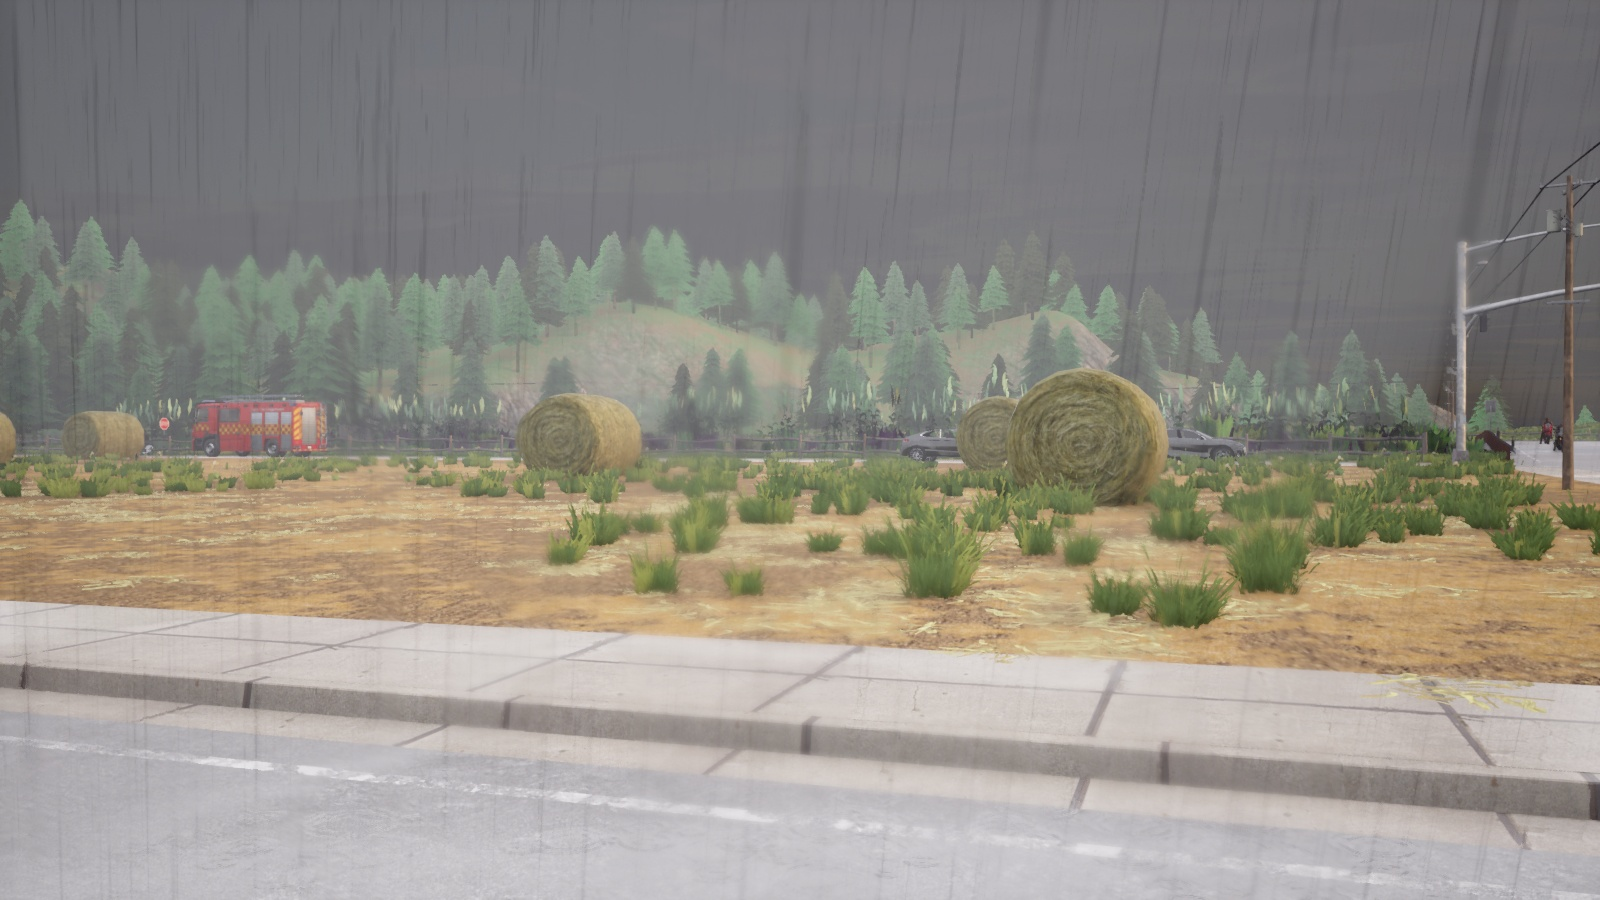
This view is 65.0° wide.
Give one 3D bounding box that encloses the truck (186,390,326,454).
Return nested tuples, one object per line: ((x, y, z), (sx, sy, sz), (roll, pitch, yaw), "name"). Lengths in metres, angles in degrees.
((-33.822, -1.723, 78.048), (8.468, 3.827, 2.891), (1, 1, 22), "truck")

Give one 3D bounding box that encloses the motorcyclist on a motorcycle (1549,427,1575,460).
((38.603, -0.357, 63.653), (0.866, 1.530, 2.191), (1, 4, 25), "motorcyclist on a motorcycle")

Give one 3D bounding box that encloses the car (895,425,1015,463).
((7.087, -0.295, 57.402), (5.027, 1.651, 2.152), (1, 1, 22), "car")

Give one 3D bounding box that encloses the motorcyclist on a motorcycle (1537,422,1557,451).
((41.738, -0.765, 70.151), (0.797, 1.523, 2.044), (1, 2, 26), "motorcyclist on a motorcycle")

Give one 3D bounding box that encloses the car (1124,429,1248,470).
((16.468, -0.047, 53.532), (4.856, 1.649, 2.033), (1, 1, 22), "car")
